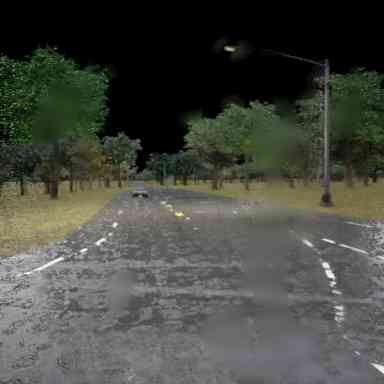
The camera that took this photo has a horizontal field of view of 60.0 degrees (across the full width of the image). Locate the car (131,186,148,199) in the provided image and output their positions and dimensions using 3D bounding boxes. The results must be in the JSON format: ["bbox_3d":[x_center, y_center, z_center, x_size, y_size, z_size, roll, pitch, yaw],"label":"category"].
[{"bbox_3d":[-6.262,-0.025,39.350,2.033,1.411,5.357,-1,2,-13],"label":"car"}]
